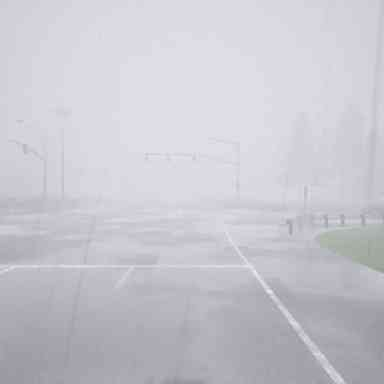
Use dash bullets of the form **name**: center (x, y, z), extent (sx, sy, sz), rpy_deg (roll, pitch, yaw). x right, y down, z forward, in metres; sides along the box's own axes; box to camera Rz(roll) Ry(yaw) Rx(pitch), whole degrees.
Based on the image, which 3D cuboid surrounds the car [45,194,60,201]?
- **car**: center (-32.089, 1.162, 76.892), extent (1.882, 1.535, 5.008), rpy_deg (0, 0, -7)

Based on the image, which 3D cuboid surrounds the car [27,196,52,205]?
- **car**: center (-24.650, 1.386, 53.984), extent (1.895, 1.301, 4.718), rpy_deg (0, 0, 0)

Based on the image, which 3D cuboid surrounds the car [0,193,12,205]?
- **car**: center (-31.635, 1.136, 54.329), extent (2.097, 1.767, 4.553), rpy_deg (0, 0, 0)

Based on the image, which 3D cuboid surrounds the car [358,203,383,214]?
- **car**: center (17.374, 1.386, 29.274), extent (4.902, 1.511, 2.128), rpy_deg (0, 0, 8)

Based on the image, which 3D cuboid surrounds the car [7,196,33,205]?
- **car**: center (-28.127, 1.346, 54.603), extent (1.994, 1.385, 4.181), rpy_deg (0, 0, 2)

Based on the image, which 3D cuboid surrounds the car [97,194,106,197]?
- **car**: center (-22.139, 1.143, 81.334), extent (1.882, 1.535, 5.008), rpy_deg (0, 0, -7)

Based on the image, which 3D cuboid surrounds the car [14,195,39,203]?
- **car**: center (-31.584, 1.282, 63.699), extent (2.033, 1.411, 5.357), rpy_deg (0, 0, 0)

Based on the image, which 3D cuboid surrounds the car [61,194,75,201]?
- **car**: center (-28.485, 1.239, 76.371), extent (1.994, 1.385, 4.181), rpy_deg (0, 0, -7)

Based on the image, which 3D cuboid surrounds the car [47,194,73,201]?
- **car**: center (-21.156, 1.293, 52.877), extent (1.837, 1.490, 4.892), rpy_deg (0, 1, 0)

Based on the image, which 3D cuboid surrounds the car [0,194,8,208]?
- **car**: center (-24.659, 1.376, 44.043), extent (2.033, 1.411, 5.357), rpy_deg (0, 0, 0)

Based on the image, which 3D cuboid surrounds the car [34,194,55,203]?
- **car**: center (-28.084, 1.247, 63.639), extent (1.837, 1.490, 4.892), rpy_deg (0, 0, 0)

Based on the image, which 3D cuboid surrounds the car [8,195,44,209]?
- **car**: center (-21.154, 1.360, 42.721), extent (1.812, 1.442, 4.674), rpy_deg (0, 0, 0)

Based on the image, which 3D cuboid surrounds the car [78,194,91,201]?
- **car**: center (-25.223, 1.218, 78.284), extent (2.033, 1.411, 5.357), rpy_deg (0, 0, -7)

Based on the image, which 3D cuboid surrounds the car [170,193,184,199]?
- **car**: center (-3.891, 0.959, 95.132), extent (2.097, 1.767, 4.553), rpy_deg (0, 0, -18)

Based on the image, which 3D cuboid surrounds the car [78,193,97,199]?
- **car**: center (-21.090, 1.083, 66.387), extent (2.097, 1.767, 4.553), rpy_deg (0, 0, 0)
